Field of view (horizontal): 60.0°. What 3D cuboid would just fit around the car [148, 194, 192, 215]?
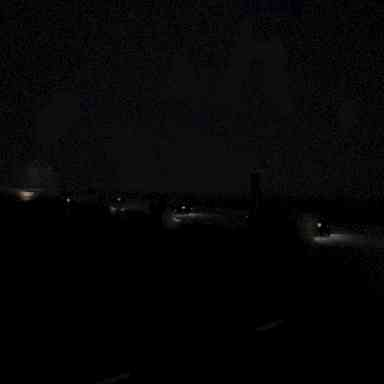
[{"bbox_3d":[-1.783,0.916,26.254,1.994,1.385,4.181,-3,4,-36],"label":"car"}]

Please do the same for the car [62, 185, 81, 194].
[{"bbox_3d":[-21.590,-0.487,59.415,1.837,1.490,4.892,-3,3,-35],"label":"car"}]

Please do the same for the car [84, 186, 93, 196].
[{"bbox_3d":[-15.726,-0.189,51.112,1.837,1.490,4.892,-3,4,-35],"label":"car"}]

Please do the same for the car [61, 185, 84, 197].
[{"bbox_3d":[-18.179,-0.040,49.647,1.812,1.442,4.674,-3,3,-35],"label":"car"}]

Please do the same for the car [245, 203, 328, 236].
[{"bbox_3d":[4.725,1.291,17.024,1.994,1.385,4.181,-3,4,-36],"label":"car"}]

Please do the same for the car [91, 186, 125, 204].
[{"bbox_3d":[-8.951,0.432,36.417,2.128,1.511,4.902,-3,4,-35],"label":"car"}]

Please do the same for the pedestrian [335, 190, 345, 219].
[{"bbox_3d":[9.259,0.782,20.952,0.375,1.860,0.375,-1,1,-35],"label":"pedestrian"}]
